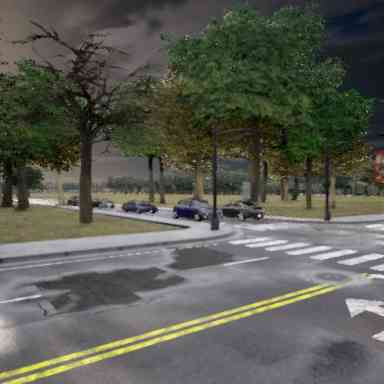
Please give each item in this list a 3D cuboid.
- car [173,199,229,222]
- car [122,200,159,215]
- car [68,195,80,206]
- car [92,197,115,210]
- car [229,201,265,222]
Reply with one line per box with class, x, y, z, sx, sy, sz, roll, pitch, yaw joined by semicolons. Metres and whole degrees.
car;0.397;1.332;26.110;2.097;1.767;4.553;0;0;-35
car;-5.485;1.515;34.381;2.033;1.411;5.357;0;0;-35
car;-17.686;1.305;51.627;2.097;1.767;4.553;0;0;-35
car;-11.524;1.450;42.885;2.128;1.511;4.902;0;0;-35
car;3.622;1.490;26.633;1.837;1.490;4.892;0;0;-35
